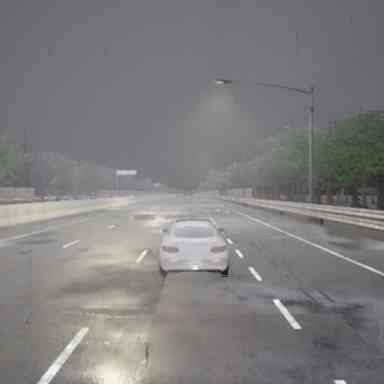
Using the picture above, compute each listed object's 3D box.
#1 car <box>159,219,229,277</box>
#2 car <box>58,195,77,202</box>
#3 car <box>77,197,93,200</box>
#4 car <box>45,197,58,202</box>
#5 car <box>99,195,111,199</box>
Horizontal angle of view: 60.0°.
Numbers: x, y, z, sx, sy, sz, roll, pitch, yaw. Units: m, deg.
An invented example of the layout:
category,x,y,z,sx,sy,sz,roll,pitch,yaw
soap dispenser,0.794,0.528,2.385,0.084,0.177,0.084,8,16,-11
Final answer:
category,x,y,z,sx,sy,sz,roll,pitch,yaw
car,0.041,1.553,10.182,1.812,1.442,4.674,0,0,-1
car,-24.698,1.490,67.432,2.097,1.767,4.553,0,0,0
car,-21.198,1.688,67.414,1.994,1.385,4.181,0,0,0
car,-28.199,1.659,67.804,1.812,1.442,4.674,0,0,0
car,-17.698,1.491,67.458,2.097,1.767,4.553,0,0,0
